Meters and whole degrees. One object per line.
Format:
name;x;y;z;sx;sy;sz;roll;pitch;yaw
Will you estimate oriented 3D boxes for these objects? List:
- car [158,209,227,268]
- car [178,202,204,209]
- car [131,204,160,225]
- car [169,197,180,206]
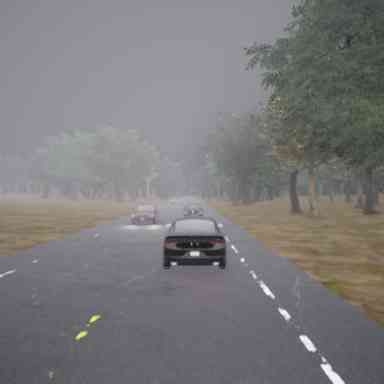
car;0.087;1.563;11.592;1.882;1.535;5.008;0;0;0
car;0.092;1.769;30.457;2.033;1.411;5.357;0;0;0
car;-3.605;1.717;26.350;1.812;1.442;4.674;0;0;0
car;-3.518;1.860;68.038;2.097;1.767;4.553;0;0;0
